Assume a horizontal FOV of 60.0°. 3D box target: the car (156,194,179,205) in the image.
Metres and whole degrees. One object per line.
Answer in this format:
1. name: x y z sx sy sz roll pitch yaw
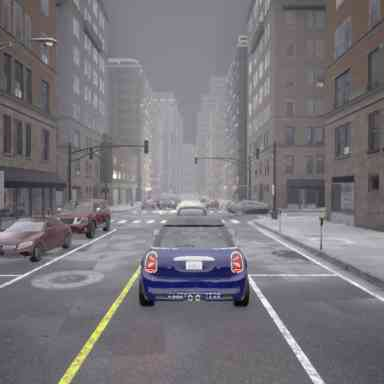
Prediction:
1. car: -3.173 1.370 43.971 2.097 1.767 4.553 0 0 0

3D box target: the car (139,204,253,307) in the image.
1. car: 0.049 1.351 8.153 2.097 1.767 4.553 0 0 0

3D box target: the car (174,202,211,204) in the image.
1. car: -0.014 1.505 17.331 1.837 1.490 4.892 0 0 0

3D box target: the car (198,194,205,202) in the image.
1. car: 2.734 1.595 66.865 1.887 1.381 4.507 -1 0 0

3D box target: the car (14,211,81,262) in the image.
1. car: -5.695 1.581 11.987 1.802 1.307 4.206 -1 0 0

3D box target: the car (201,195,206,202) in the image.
1. car: 2.762 1.551 50.346 1.752 1.417 4.829 -1 0 0

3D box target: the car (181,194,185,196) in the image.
1. car: -3.139 1.598 66.839 2.033 1.411 5.357 0 0 1

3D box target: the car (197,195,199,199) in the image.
1. car: 2.723 1.501 72.429 1.967 1.590 4.097 -1 0 0

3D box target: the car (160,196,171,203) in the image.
1. car: -5.801 1.612 72.394 2.008 1.369 4.403 -1 0 0

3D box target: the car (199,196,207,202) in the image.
1. car: 2.705 1.635 83.556 2.008 1.369 4.403 -1 0 0

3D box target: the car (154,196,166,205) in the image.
1. car: -5.782 1.566 61.094 1.752 1.417 4.829 -1 0 0

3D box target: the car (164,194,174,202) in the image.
1. car: -5.824 1.400 83.525 2.192 1.841 5.009 -1 0 0

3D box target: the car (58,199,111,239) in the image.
1. car: -5.708 1.315 17.570 2.192 1.841 5.009 -1 0 0

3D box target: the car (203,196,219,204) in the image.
1. car: 2.773 1.601 44.612 1.802 1.307 4.206 -1 0 0

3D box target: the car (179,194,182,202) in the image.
1. car: -3.183 1.523 54.303 2.128 1.511 4.902 0 0 0

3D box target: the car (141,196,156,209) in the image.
1. car: -5.752 1.601 44.570 1.802 1.307 4.206 -1 0 0

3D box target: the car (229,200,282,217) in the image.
1. car: 5.555 1.469 29.947 4.902 1.511 2.128 0 1 0

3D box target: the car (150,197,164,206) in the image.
1. car: -5.772 1.578 55.700 1.887 1.381 4.507 -1 0 0

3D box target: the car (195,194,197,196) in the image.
1. car: 2.692 1.411 89.120 2.192 1.841 5.009 -1 0 0

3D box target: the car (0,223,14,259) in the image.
1. car: -5.686 1.550 6.404 2.008 1.369 4.403 -1 0 0

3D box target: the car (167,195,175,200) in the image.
1. car: -5.841 1.547 94.655 1.967 1.590 4.097 -1 0 0
